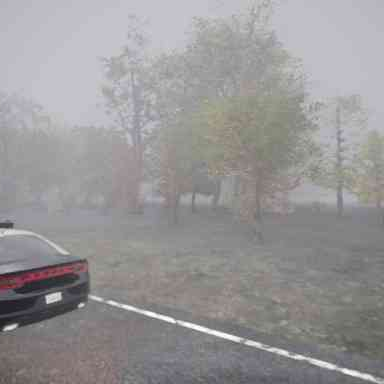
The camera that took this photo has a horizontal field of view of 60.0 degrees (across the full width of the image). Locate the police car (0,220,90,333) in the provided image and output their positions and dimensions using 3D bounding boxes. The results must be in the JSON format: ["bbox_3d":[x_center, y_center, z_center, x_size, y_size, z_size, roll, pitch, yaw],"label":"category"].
[{"bbox_3d":[-4.210,1.405,6.591,5.238,1.638,1.930,0,0,36],"label":"police car"}]
